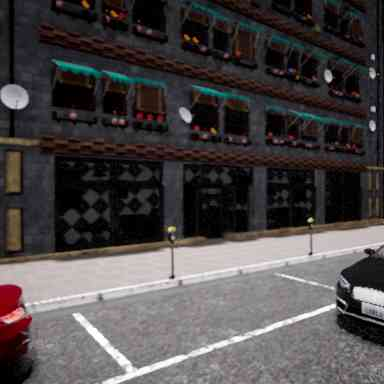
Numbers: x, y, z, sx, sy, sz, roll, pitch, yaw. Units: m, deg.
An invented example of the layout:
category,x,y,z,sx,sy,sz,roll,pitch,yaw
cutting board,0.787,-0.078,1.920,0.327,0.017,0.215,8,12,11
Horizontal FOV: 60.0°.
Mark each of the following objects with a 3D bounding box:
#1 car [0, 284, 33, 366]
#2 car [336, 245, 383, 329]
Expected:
category,x,y,z,sx,sy,sz,roll,pitch,yaw
car,-3.914,1.573,3.319,4.206,1.307,1.802,0,-1,-35
car,4.744,1.542,6.442,4.902,1.511,2.128,0,0,-35
